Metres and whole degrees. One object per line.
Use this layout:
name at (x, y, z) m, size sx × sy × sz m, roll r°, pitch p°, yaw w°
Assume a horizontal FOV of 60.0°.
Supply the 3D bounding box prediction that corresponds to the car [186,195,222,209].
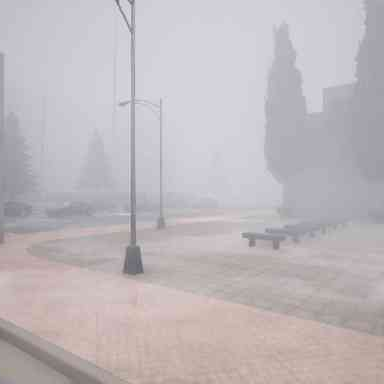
car at (1.696, 1.505, 45.937) m, size 1.837 × 1.490 × 4.892 m, roll 0°, pitch 0°, yaw 38°

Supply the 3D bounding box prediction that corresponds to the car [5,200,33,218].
car at (-16.246, 1.505, 28.512) m, size 1.837 × 1.490 × 4.892 m, roll 0°, pitch 0°, yaw 39°

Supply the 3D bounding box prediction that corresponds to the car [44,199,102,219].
car at (-10.781, 1.526, 29.754) m, size 1.812 × 1.442 × 4.674 m, roll 0°, pitch 0°, yaw 37°

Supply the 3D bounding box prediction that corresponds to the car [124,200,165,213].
car at (-5.473, 1.564, 36.656) m, size 1.994 × 1.385 × 4.181 m, roll 0°, pitch 0°, yaw 38°

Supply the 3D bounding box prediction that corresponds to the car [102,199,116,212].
car at (-10.459, 1.491, 35.936) m, size 2.128 × 1.511 × 4.902 m, roll 0°, pitch 0°, yaw 38°

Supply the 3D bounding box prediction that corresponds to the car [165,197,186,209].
car at (-2.320, 1.505, 46.471) m, size 1.837 × 1.490 × 4.892 m, roll 0°, pitch 0°, yaw 38°
